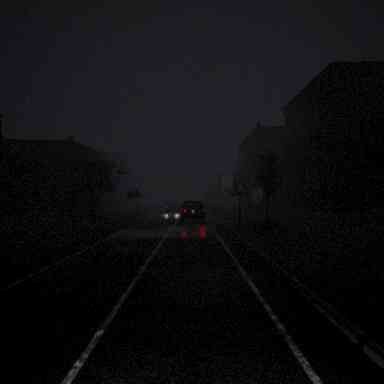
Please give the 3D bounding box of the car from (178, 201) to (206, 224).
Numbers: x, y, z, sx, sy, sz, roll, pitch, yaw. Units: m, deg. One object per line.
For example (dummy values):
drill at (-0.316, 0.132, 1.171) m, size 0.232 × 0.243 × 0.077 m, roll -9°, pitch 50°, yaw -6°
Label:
car at (0.083, 1.798, 30.465) m, size 2.150 × 2.045 × 5.566 m, roll 0°, pitch -1°, yaw 0°

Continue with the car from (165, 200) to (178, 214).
car at (-3.083, 2.339, 52.857) m, size 2.150 × 2.045 × 5.566 m, roll 0°, pitch -1°, yaw 0°

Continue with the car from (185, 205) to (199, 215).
car at (-0.005, 2.650, 49.878) m, size 1.895 × 1.301 × 4.718 m, roll 0°, pitch -1°, yaw 0°
